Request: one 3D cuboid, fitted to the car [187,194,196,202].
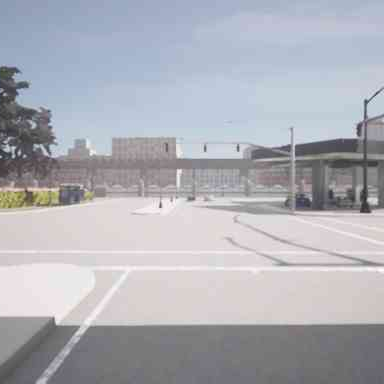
[{"bbox_3d":[-0.092,1.187,66.338,2.033,1.411,5.357,0,0,0],"label":"car"}]

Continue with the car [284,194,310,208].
[{"bbox_3d":[13.153,1.069,41.681,2.242,1.667,4.611,0,0,0],"label":"car"}]

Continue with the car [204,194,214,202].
[{"bbox_3d":[3.408,1.166,66.343,1.812,1.442,4.674,0,0,0],"label":"car"}]

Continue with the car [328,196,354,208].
[{"bbox_3d":[18.897,1.226,42.452,1.970,1.475,3.806,0,0,0],"label":"car"}]
